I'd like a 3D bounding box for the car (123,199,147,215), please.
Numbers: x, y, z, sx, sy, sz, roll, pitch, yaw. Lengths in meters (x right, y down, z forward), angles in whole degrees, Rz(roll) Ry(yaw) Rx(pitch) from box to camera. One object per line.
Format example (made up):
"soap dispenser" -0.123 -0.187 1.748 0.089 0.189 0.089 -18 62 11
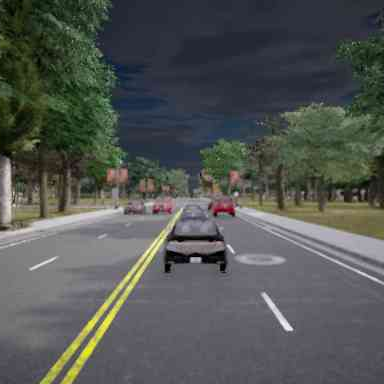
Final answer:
"car" -6.598 1.708 38.824 2.097 1.767 4.553 0 0 0

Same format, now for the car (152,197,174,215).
"car" -3.351 1.583 39.014 2.150 2.045 5.566 0 -1 0

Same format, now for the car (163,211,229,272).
"car" 0.096 1.594 11.127 2.128 1.511 4.902 0 -1 0

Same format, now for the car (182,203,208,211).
"car" 0.092 1.832 29.212 1.994 1.385 4.181 0 -1 0

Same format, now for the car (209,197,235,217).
"car" 3.340 1.554 35.941 2.150 2.045 5.566 0 0 0

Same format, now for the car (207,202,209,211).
"car" 3.236 1.937 49.470 1.882 1.535 5.008 0 -1 0
